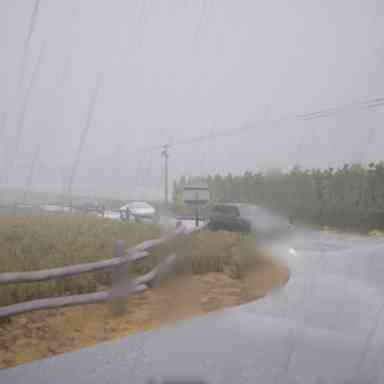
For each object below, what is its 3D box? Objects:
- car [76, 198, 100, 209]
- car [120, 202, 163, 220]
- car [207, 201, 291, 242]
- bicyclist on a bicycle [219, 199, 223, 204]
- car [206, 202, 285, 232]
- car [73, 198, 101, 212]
[{"bbox_3d":[-14.504,1.560,46.060,1.994,1.385,4.181,0,0,-35],"label":"car"},{"bbox_3d":[-4.029,1.523,25.567,1.812,1.442,4.674,0,0,-36],"label":"car"},{"bbox_3d":[2.496,1.349,15.867,2.097,1.767,4.553,0,0,-31],"label":"car"},{"bbox_3d":[2.489,1.450,27.843,1.656,1.620,0.582,0,0,-35],"label":"bicyclist on a bicycle"},{"bbox_3d":[3.245,1.488,21.093,2.128,1.511,4.902,0,0,-35],"label":"car"},{"bbox_3d":[-11.126,1.598,35.541,1.895,1.301,4.718,0,0,-35],"label":"car"}]
